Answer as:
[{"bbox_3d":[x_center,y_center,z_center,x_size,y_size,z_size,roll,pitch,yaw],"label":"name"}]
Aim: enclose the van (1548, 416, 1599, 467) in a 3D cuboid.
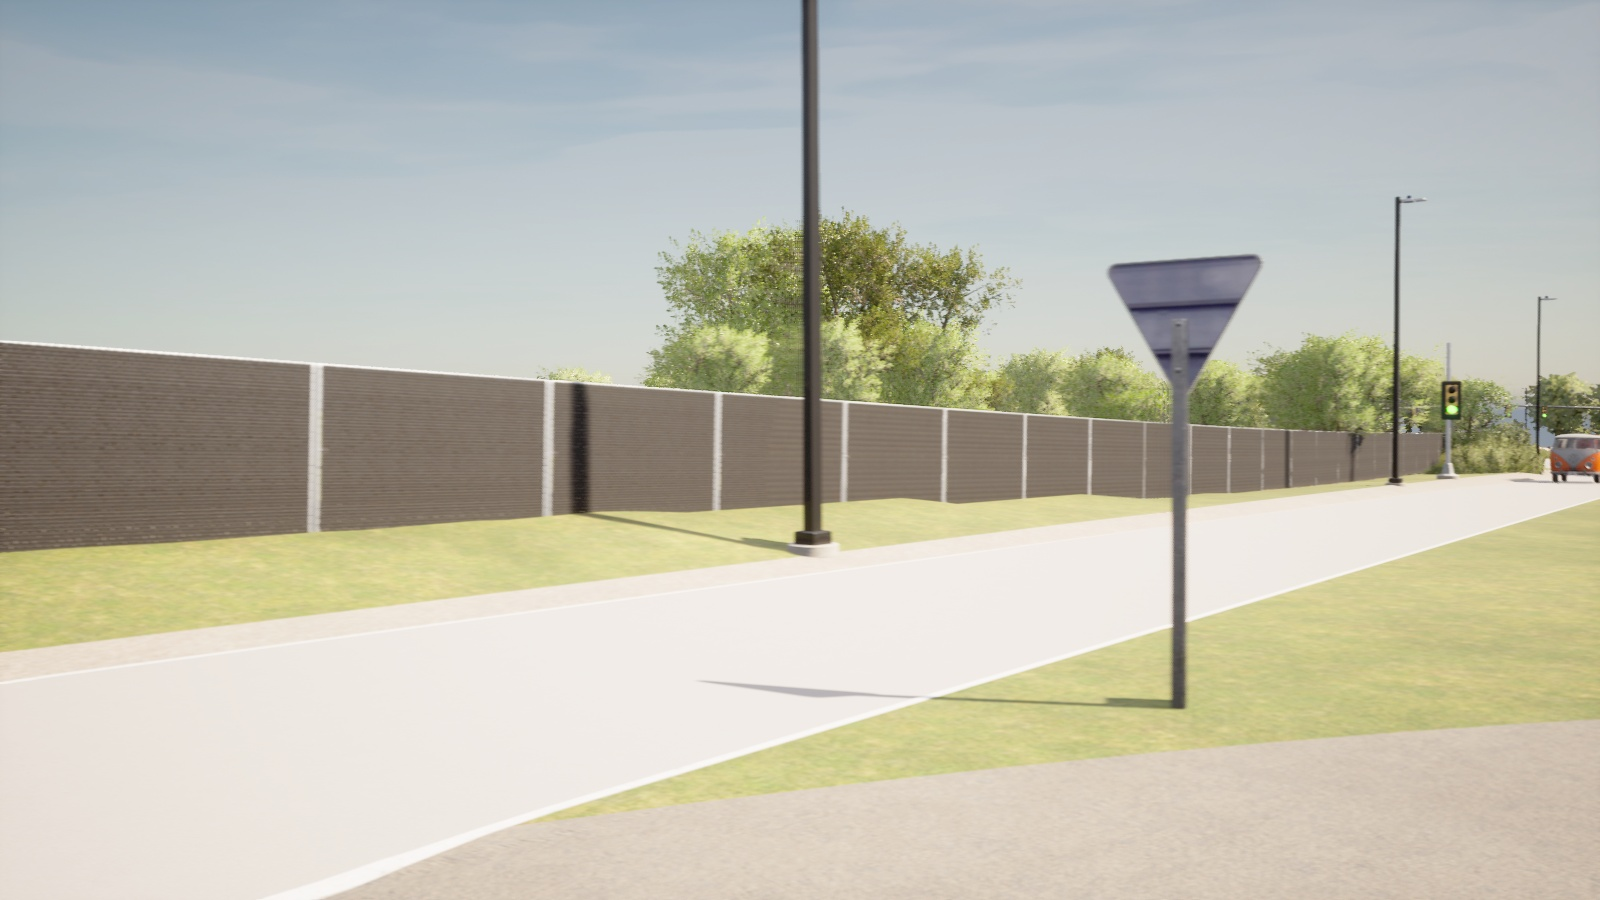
[{"bbox_3d":[31.895,-0.341,51.234,1.775,1.987,4.442,0,0,38],"label":"van"}]
